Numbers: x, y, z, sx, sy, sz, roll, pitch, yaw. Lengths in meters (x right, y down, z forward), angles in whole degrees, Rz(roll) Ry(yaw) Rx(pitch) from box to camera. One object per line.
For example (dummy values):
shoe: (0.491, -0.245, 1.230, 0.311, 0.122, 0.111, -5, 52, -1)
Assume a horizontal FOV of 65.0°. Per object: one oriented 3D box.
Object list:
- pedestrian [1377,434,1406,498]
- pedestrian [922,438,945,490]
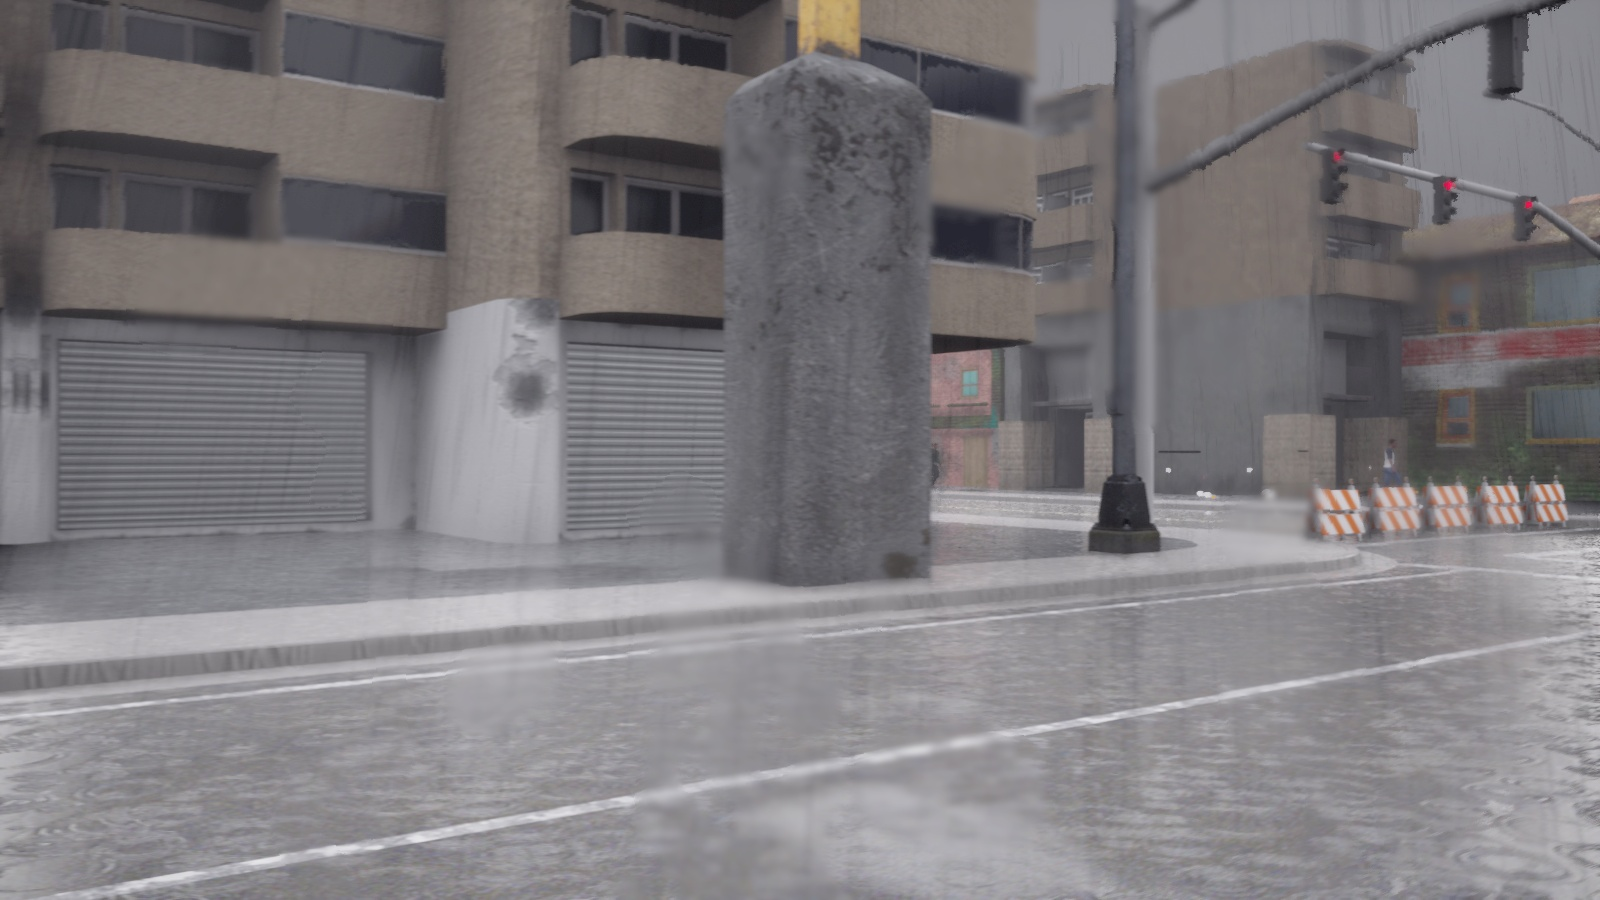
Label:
pedestrian: (17.068, 0.463, 36.246, 0.706, 1.836, 0.354, 0, 0, 16)
pedestrian: (5.062, 0.516, 47.595, 0.423, 1.949, 0.788, 0, 0, -39)
